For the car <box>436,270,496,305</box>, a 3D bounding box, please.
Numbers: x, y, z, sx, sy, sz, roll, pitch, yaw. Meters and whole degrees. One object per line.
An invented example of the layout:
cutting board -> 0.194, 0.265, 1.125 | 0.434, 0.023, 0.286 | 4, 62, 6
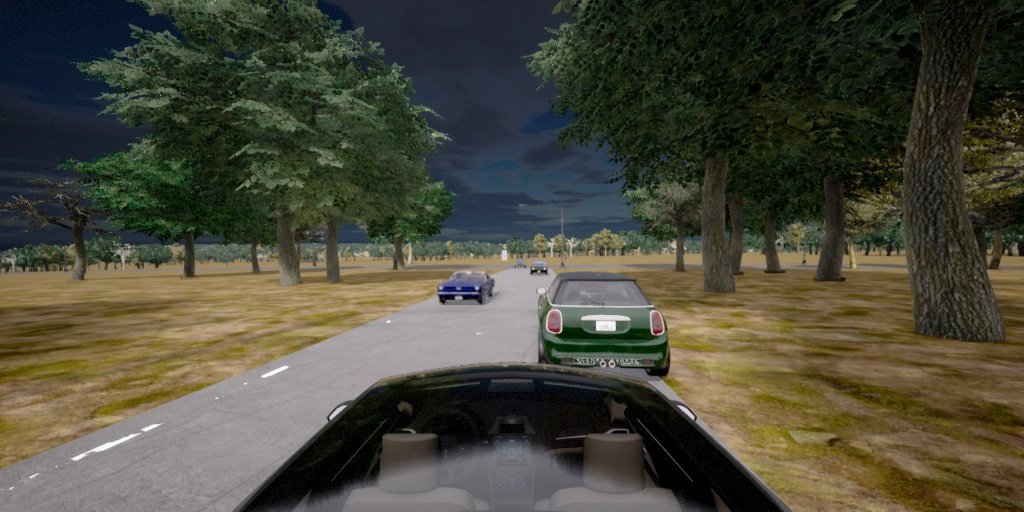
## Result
car -> -1.928, 1.339, 16.194 | 1.895, 1.301, 4.718 | 0, 0, 4

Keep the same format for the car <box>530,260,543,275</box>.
car -> 3.031, 1.381, 40.152 | 1.895, 1.301, 4.718 | 0, 0, 5

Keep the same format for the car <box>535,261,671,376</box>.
car -> 1.599, 1.095, 7.632 | 2.097, 1.767, 4.553 | 0, 0, 4

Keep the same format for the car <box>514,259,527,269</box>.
car -> 1.457, 1.272, 60.660 | 2.097, 1.767, 4.553 | 0, 0, 4
